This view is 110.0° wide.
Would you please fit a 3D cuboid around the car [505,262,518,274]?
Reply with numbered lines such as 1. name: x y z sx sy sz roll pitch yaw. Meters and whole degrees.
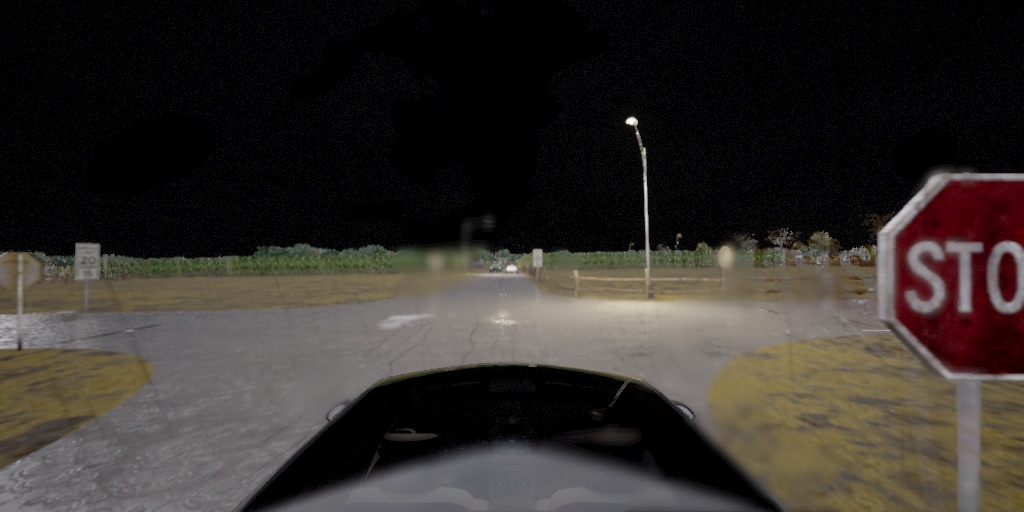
1. car: -0.018 2.092 57.869 1.812 1.442 4.674 0 -1 0

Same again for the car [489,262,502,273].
1. car: -2.770 2.000 62.490 2.097 1.767 4.553 0 -1 0
